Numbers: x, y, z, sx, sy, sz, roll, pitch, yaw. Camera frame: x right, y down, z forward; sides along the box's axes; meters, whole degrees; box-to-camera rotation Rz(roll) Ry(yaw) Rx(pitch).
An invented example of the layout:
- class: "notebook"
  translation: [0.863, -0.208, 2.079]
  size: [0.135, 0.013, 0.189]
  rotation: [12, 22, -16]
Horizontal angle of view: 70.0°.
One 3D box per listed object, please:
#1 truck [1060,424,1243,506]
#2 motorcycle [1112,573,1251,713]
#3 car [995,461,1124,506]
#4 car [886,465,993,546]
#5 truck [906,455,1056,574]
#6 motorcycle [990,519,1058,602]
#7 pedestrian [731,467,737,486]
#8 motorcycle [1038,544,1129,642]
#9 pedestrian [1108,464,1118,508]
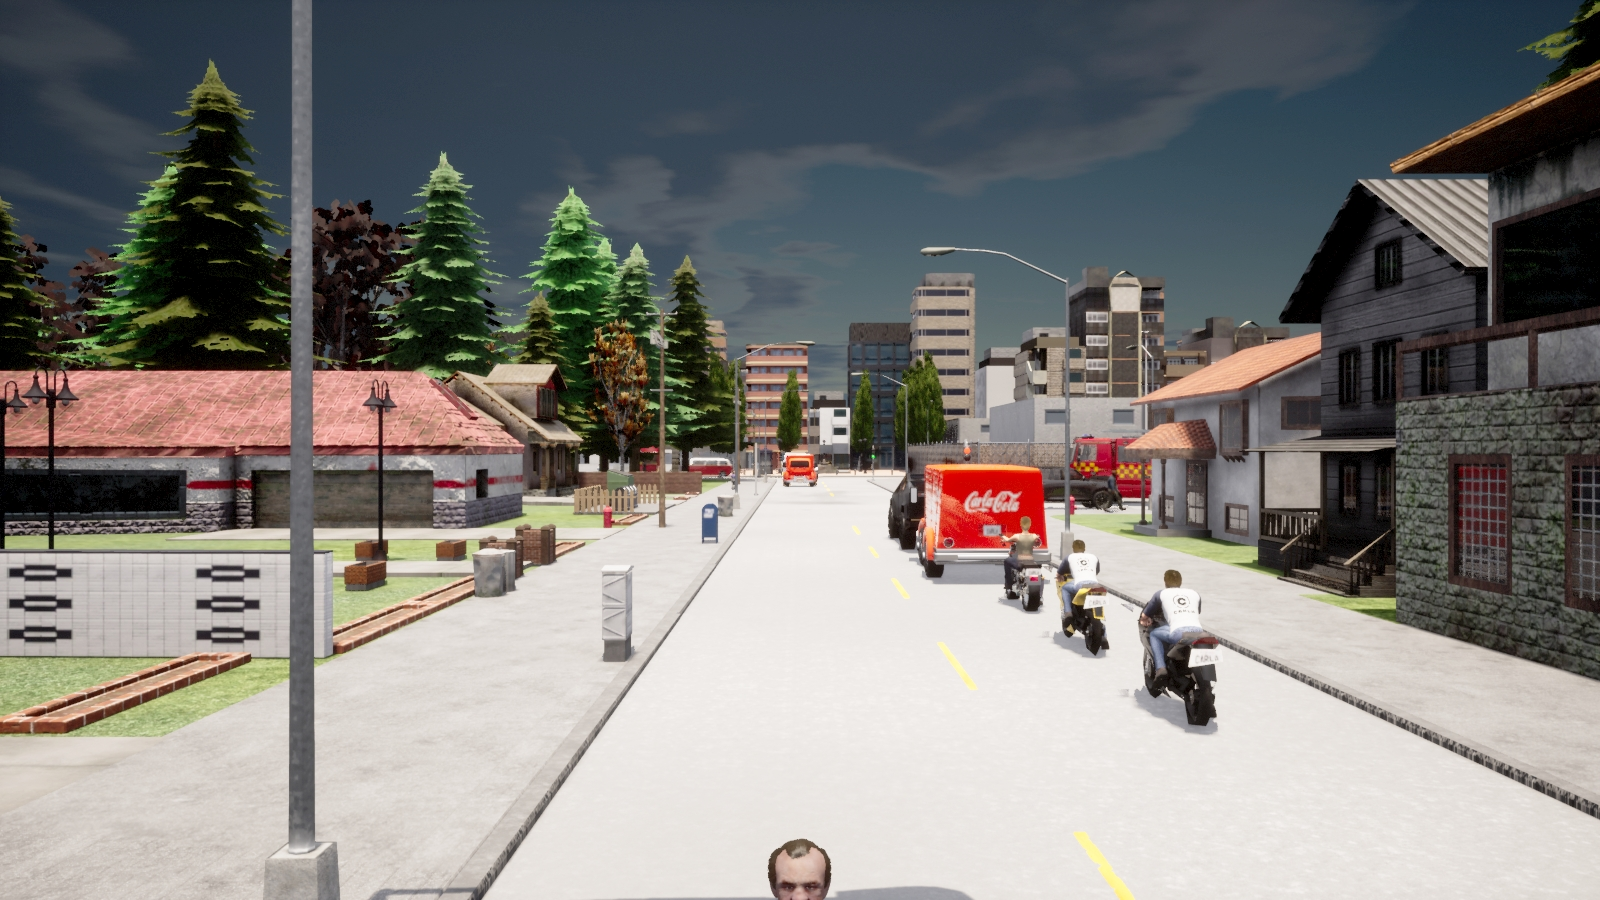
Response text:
- class: "truck"
  translation: [17.747, 0.668, 57.789]
  size: [8.468, 3.827, 2.891]
  rotation: [1, 1, 23]
- class: "motorcycle"
  translation: [3.999, 1.993, 12.153]
  size: [0.803, 1.145, 2.033]
  rotation: [0, 0, 0]
- class: "car"
  translation: [12.233, 1.560, 54.031]
  size: [5.566, 2.045, 2.150]
  rotation: [0, 0, -3]
- class: "car"
  translation: [3.989, 1.534, 33.871]
  size: [2.390, 2.098, 6.274]
  rotation: [0, 0, 0]
- class: "truck"
  translation: [3.998, 1.348, 26.317]
  size: [2.627, 2.467, 5.204]
  rotation: [0, 0, 0]
- class: "motorcycle"
  translation: [3.997, 1.950, 20.606]
  size: [0.764, 1.277, 2.356]
  rotation: [0, 0, 0]
- class: "pedestrian"
  translation: [-4.497, 1.803, 77.669]
  size: [0.375, 1.300, 0.375]
  rotation: [0, 0, 3]
- class: "motorcycle"
  translation: [3.995, 1.993, 16.270]
  size: [0.803, 1.145, 2.033]
  rotation: [0, 0, 0]
- class: "pedestrian"
  translation: [13.392, 1.525, 48.886]
  size: [0.375, 1.860, 0.375]
  rotation: [0, 0, 3]
